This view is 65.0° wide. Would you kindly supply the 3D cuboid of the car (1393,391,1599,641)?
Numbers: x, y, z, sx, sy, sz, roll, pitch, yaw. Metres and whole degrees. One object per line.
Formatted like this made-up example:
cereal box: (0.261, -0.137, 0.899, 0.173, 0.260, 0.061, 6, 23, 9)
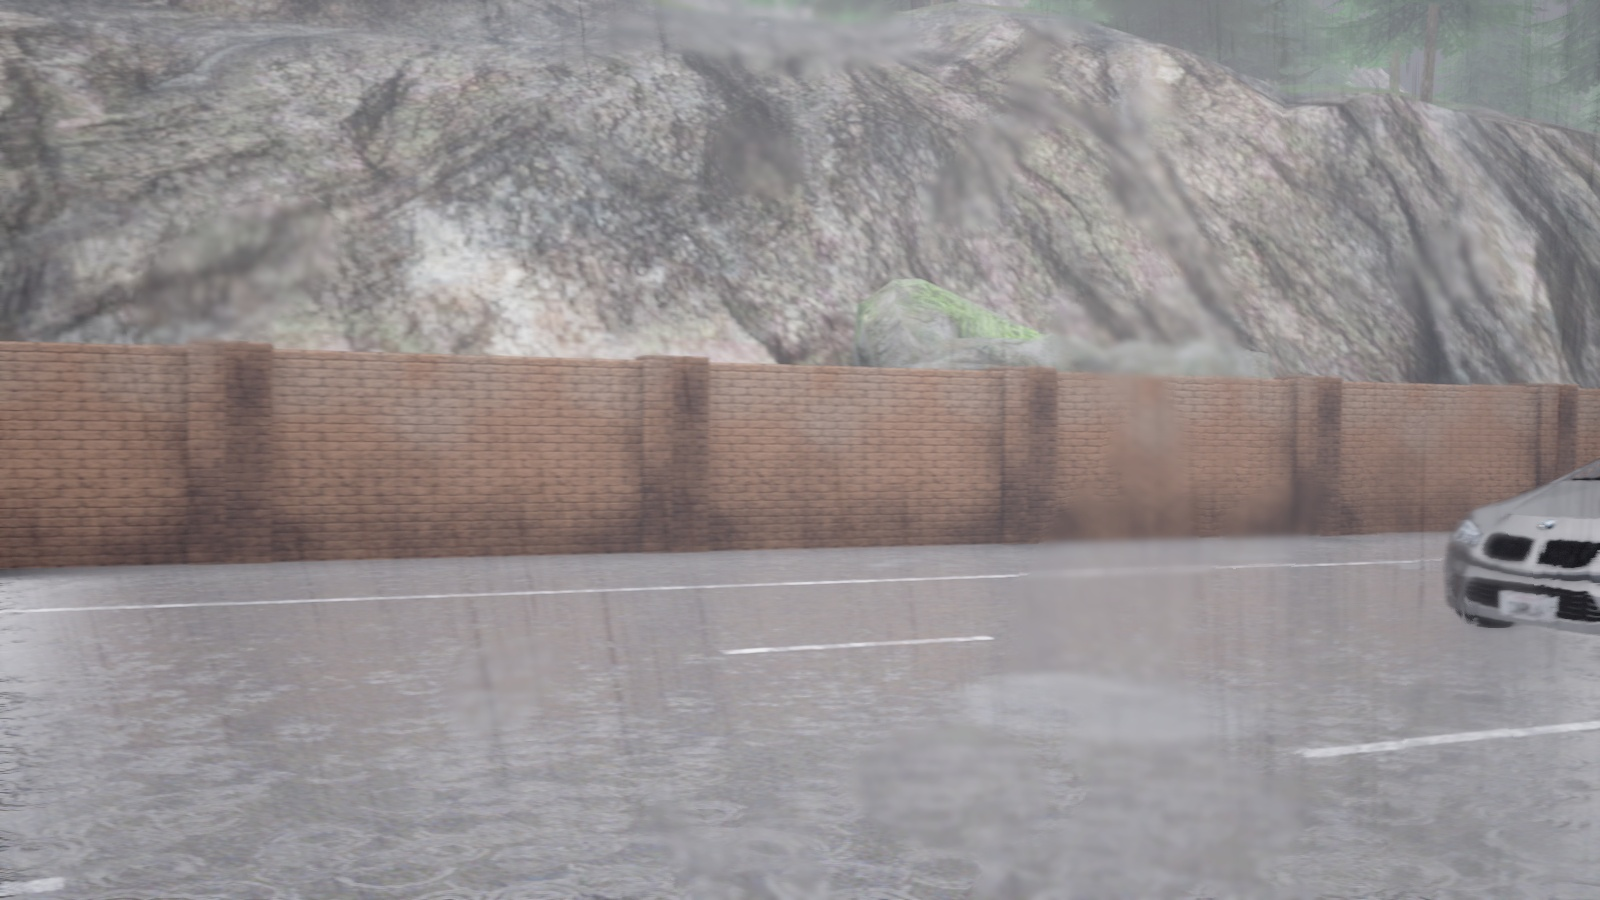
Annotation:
car: (7.266, 0.406, 9.742, 4.611, 1.667, 2.242, -1, 1, -21)
